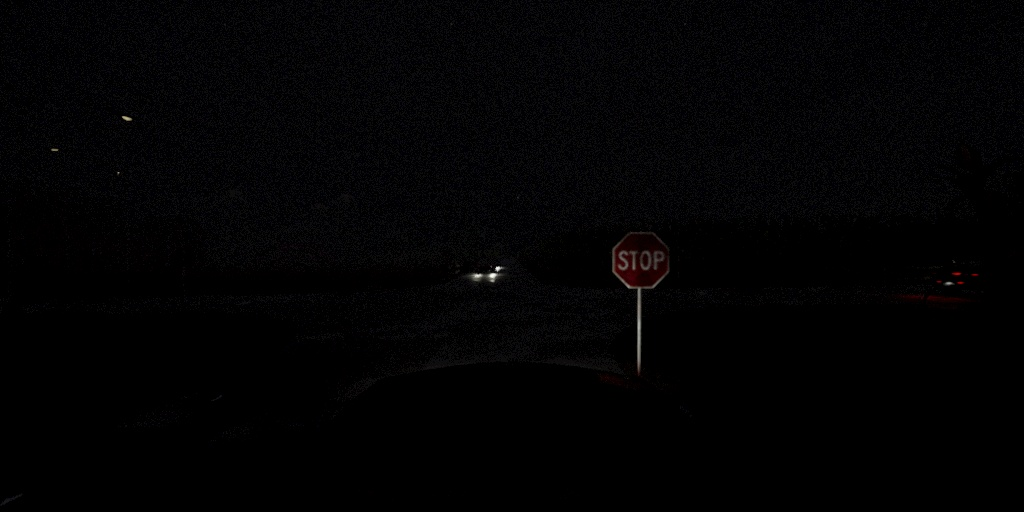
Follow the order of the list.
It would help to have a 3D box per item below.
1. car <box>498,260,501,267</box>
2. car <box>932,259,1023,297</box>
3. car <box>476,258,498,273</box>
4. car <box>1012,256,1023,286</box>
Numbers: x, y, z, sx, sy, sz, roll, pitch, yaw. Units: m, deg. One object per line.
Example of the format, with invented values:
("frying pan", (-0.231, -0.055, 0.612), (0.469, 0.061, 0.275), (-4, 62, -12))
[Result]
("car", (-2.740, 1.001, 54.895), (1.994, 1.385, 4.181), (0, 0, 1))
("car", (20.207, 0.854, 14.591), (4.892, 1.490, 1.837), (-1, 0, 0))
("car", (-2.787, 1.002, 38.508), (1.882, 1.535, 5.008), (0, 0, 0))
("car", (28.050, 0.712, 17.421), (4.892, 1.490, 1.837), (-1, 0, 0))
